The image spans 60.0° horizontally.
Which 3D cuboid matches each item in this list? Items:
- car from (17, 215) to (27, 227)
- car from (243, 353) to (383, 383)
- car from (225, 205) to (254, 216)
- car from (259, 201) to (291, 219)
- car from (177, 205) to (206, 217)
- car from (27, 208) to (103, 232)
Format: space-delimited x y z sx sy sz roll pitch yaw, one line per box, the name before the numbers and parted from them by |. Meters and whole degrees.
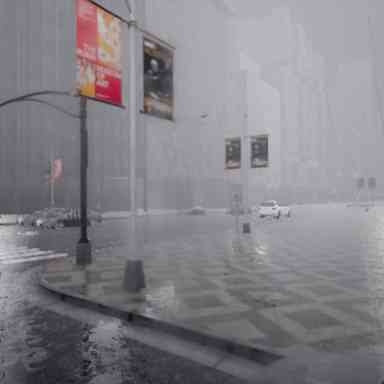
car | -11.224 2.000 26.388 2.128 1.511 4.902 -1 -1 35
car | 2.135 1.543 1.441 4.403 1.369 2.008 -1 0 36
car | 6.588 2.515 45.522 2.033 1.411 5.357 -1 -2 36
car | 9.688 2.056 38.589 2.150 2.045 5.566 -1 -2 36
car | 0.059 2.398 42.049 1.812 1.442 4.674 -1 -1 36
car | -8.806 1.960 24.170 2.128 1.511 4.902 -1 -1 36
